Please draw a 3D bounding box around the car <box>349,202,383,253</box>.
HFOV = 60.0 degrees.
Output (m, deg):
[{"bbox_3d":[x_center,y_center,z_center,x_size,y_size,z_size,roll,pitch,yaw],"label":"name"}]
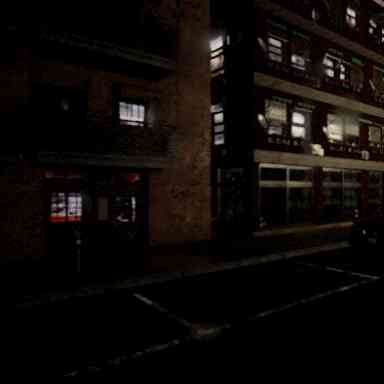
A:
[{"bbox_3d":[7.831,1.218,12.145,5.009,1.841,2.192,-1,1,-36],"label":"car"}]
